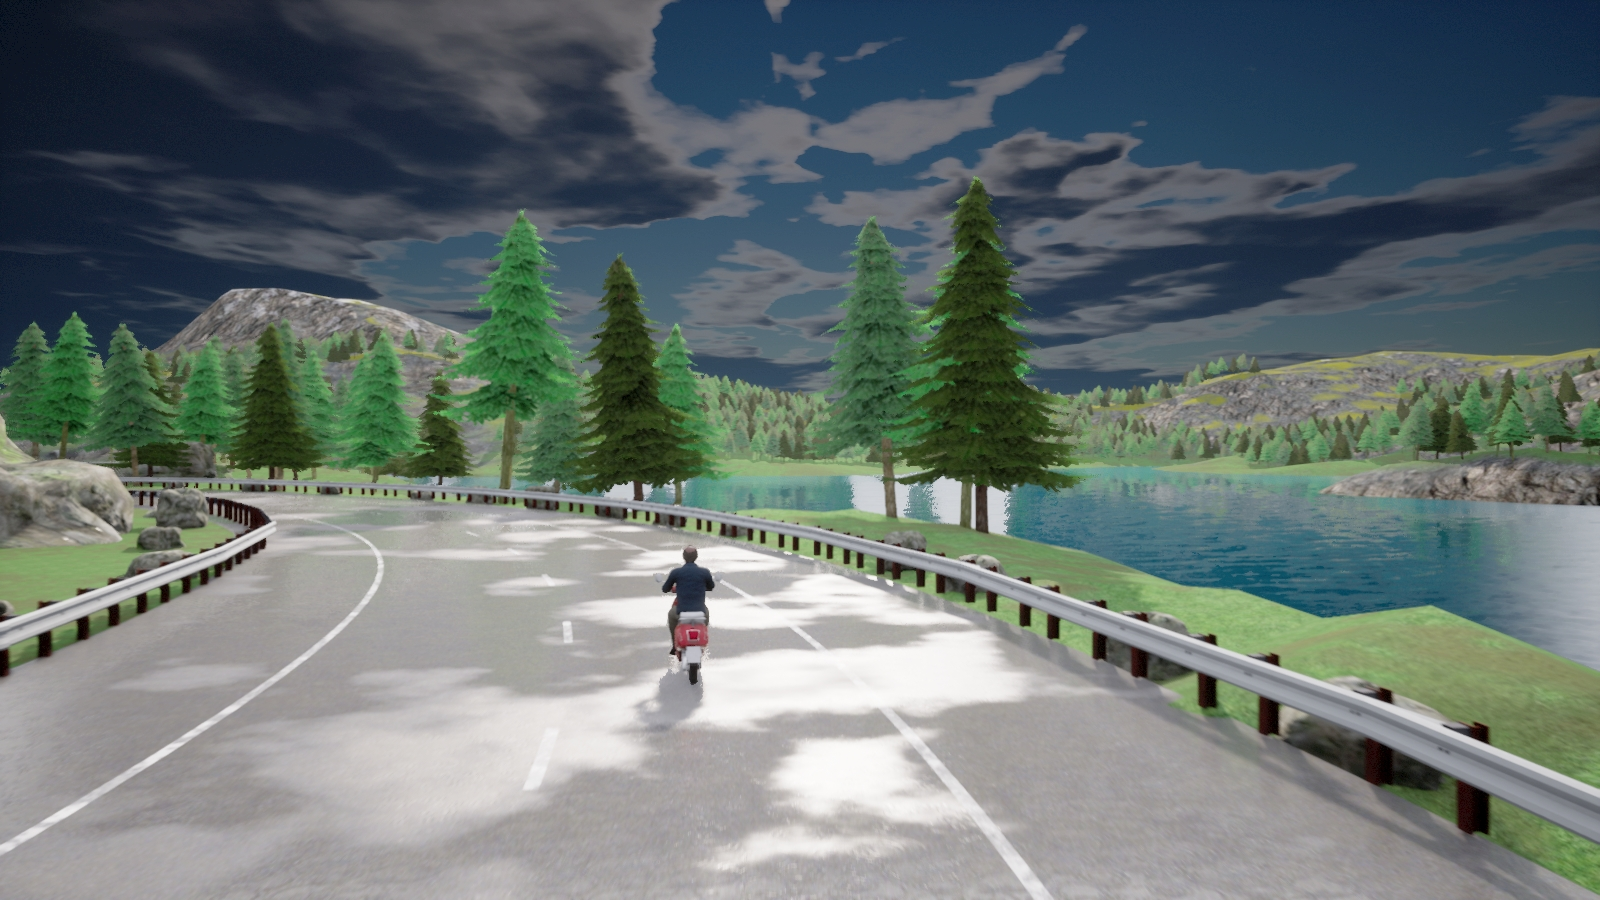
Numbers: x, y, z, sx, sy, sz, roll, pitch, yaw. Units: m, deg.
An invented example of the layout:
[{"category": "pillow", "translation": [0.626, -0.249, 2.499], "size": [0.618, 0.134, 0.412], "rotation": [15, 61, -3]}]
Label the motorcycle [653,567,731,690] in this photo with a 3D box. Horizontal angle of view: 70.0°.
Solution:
[{"category": "motorcycle", "translation": [-1.379, 2.182, 14.285], "size": [0.856, 1.236, 1.805], "rotation": [0, 0, -9]}]
